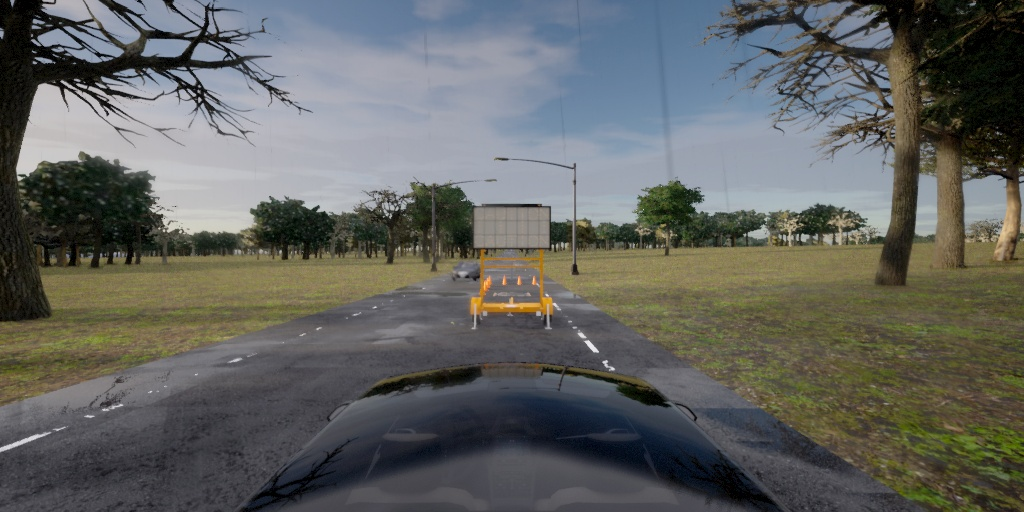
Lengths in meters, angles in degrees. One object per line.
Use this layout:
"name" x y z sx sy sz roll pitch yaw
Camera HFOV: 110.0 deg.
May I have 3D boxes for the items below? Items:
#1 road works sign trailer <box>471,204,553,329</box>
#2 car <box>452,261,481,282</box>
"road works sign trailer" -0.005 0.197 11.128 2.380 3.560 2.880 0 0 0
"car" -3.513 1.146 28.170 2.128 1.511 4.902 0 0 0
